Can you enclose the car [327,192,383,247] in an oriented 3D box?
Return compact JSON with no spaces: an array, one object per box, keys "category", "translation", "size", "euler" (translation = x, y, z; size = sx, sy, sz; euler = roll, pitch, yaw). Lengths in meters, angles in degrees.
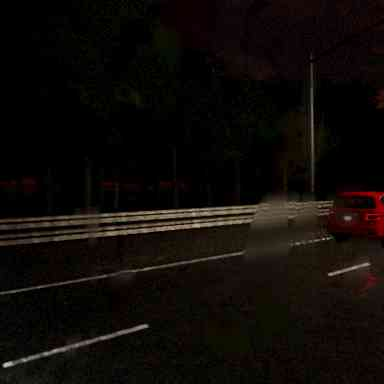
[{"category":"car","translation":[7.865,1.006,13.723],"size":[5.566,2.045,2.150],"euler":[-1,1,-36]}]
